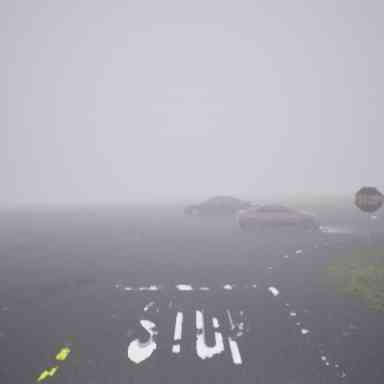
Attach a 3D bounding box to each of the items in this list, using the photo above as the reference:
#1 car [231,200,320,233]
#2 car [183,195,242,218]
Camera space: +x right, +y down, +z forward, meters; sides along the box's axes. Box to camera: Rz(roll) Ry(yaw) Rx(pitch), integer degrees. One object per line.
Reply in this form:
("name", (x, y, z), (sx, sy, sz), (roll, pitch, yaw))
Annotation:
("car", (4.369, 1.285, 17.255), (4.181, 1.385, 1.994), (0, 2, 0))
("car", (1.868, 1.010, 24.245), (5.008, 1.535, 1.882), (-1, 2, 0))
